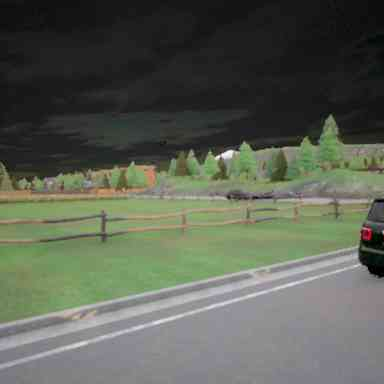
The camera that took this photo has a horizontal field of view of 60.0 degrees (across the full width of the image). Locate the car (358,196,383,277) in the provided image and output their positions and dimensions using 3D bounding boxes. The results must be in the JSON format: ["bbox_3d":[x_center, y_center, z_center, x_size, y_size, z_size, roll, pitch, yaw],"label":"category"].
[{"bbox_3d":[6.423,1.042,8.383,5.566,2.045,2.150,-2,1,-36],"label":"car"}]

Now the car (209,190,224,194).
[{"bbox_3d":[5.792,0.386,72.626,1.895,1.301,4.718,-1,1,-36],"label":"car"}]

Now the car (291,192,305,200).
[{"bbox_3d":[18.003,0.624,61.915,1.812,1.442,4.674,-1,1,-36],"label":"car"}]

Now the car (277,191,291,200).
[{"bbox_3d":[14.872,0.667,60.242,1.837,1.490,4.892,-1,1,-36],"label":"car"}]

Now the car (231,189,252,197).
[{"bbox_3d":[11.433,0.267,76.769,2.097,1.767,4.553,-1,1,-36],"label":"car"}]

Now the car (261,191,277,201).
[{"bbox_3d":[11.970,0.828,58.270,1.895,1.301,4.718,-1,1,-36],"label":"car"}]

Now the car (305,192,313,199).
[{"bbox_3d":[20.988,0.595,63.801,1.994,1.385,4.181,-1,1,-36],"label":"car"}]

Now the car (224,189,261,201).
[{"bbox_3d":[8.552,0.514,56.985,2.150,2.045,5.566,-1,1,-36],"label":"car"}]

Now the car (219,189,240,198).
[{"bbox_3d":[8.369,0.318,75.027,2.097,1.767,4.553,-1,1,-36],"label":"car"}]
